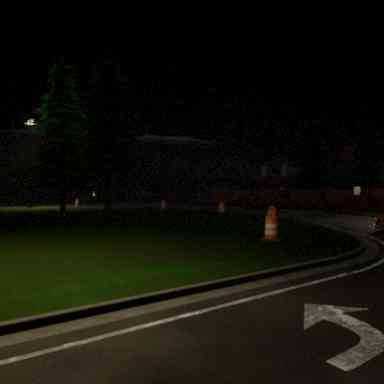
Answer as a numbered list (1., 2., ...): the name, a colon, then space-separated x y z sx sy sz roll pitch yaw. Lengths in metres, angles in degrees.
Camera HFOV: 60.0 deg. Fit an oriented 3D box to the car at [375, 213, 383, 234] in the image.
1. car: 10.544 1.461 16.059 1.882 1.535 5.008 1 0 14
